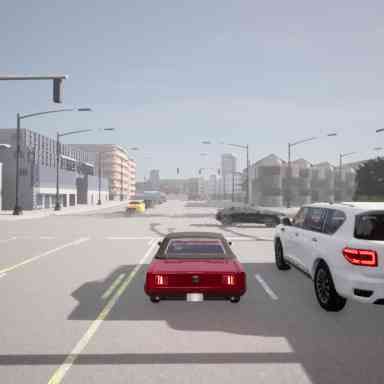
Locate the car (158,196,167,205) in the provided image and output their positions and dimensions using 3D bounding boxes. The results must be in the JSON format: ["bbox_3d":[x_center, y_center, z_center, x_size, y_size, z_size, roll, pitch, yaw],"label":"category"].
[{"bbox_3d":[-7.001,1.812,68.001,2.128,1.511,4.902,0,1,0],"label":"car"}]

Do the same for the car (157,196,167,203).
[{"bbox_3d":[-6.983,1.700,78.230,1.812,1.442,4.674,0,1,0],"label":"car"}]

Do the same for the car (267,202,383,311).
[{"bbox_3d":[3.565,1.234,7.919,2.150,2.045,5.566,0,0,0],"label":"car"}]

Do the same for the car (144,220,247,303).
[{"bbox_3d":[0.071,1.617,8.211,1.895,1.301,4.718,0,0,0],"label":"car"}]

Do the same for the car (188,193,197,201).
[{"bbox_3d":[0.020,1.389,88.887,2.150,2.045,5.566,0,-1,0],"label":"car"}]

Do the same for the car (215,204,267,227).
[{"bbox_3d":[3.981,1.608,22.804,4.902,1.511,2.128,0,0,22],"label":"car"}]

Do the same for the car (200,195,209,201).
[{"bbox_3d":[3.520,1.523,89.240,2.097,1.767,4.553,0,-1,0],"label":"car"}]

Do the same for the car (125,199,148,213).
[{"bbox_3d":[-7.084,1.809,41.704,1.882,1.535,5.008,0,0,0],"label":"car"}]

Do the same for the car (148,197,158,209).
[{"bbox_3d":[-7.077,1.920,53.689,1.837,1.490,4.892,0,1,0],"label":"car"}]
